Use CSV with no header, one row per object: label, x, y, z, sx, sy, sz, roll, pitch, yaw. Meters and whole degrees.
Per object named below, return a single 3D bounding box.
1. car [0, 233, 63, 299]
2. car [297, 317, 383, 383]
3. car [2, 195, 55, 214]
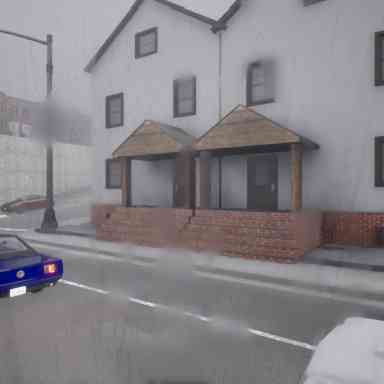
car,-5.096,1.601,7.616,4.718,1.301,1.895,0,0,36
car,3.015,1.601,1.829,4.718,1.301,1.895,0,0,36
car,-14.331,0.973,29.257,1.994,1.385,4.181,0,7,35
